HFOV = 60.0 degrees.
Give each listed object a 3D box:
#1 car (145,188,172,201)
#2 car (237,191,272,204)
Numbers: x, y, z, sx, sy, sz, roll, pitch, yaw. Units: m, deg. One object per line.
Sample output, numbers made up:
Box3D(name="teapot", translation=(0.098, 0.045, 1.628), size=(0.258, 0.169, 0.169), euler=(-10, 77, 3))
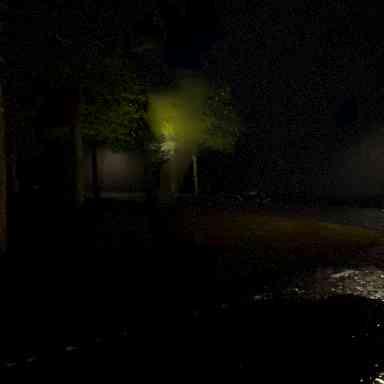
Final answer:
Box3D(name="car", translation=(-4.737, 0.313, 46.902), size=(2.097, 1.767, 4.553), euler=(-2, 2, -35))
Box3D(name="car", translation=(7.735, 0.596, 41.432), size=(2.128, 1.511, 4.902), euler=(-2, 2, -35))
